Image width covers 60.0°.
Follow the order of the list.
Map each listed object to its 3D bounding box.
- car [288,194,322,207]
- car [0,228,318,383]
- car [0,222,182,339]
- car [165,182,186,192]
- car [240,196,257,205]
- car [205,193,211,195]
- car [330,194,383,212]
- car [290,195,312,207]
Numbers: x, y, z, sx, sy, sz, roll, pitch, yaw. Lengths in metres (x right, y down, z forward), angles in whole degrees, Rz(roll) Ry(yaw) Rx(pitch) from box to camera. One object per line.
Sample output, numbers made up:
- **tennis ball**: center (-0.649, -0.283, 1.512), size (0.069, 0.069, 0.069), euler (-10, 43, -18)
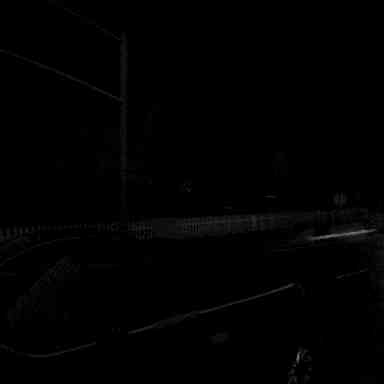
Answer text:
- **car**: center (17.197, 1.270, 50.829), size (2.097, 1.767, 4.553), euler (0, 2, -37)
- **car**: center (-0.777, 1.352, 3.435), size (4.553, 1.767, 2.097), euler (0, 0, -35)
- **car**: center (-2.740, 1.505, 6.335), size (4.892, 1.490, 1.837), euler (0, 0, -35)
- **car**: center (-3.290, -0.715, 66.569), size (2.150, 2.045, 5.566), euler (0, 7, -37)
- **car**: center (8.142, 0.926, 51.189), size (2.150, 2.045, 5.566), euler (0, 3, -37)
- **car**: center (1.930, 0.046, 65.371), size (1.994, 1.385, 4.181), euler (0, 6, -36)
- **car**: center (18.313, 1.220, 37.765), size (2.150, 2.045, 5.566), euler (0, 0, -37)
- **car**: center (14.656, 1.421, 48.382), size (2.128, 1.511, 4.902), euler (0, 1, -37)
